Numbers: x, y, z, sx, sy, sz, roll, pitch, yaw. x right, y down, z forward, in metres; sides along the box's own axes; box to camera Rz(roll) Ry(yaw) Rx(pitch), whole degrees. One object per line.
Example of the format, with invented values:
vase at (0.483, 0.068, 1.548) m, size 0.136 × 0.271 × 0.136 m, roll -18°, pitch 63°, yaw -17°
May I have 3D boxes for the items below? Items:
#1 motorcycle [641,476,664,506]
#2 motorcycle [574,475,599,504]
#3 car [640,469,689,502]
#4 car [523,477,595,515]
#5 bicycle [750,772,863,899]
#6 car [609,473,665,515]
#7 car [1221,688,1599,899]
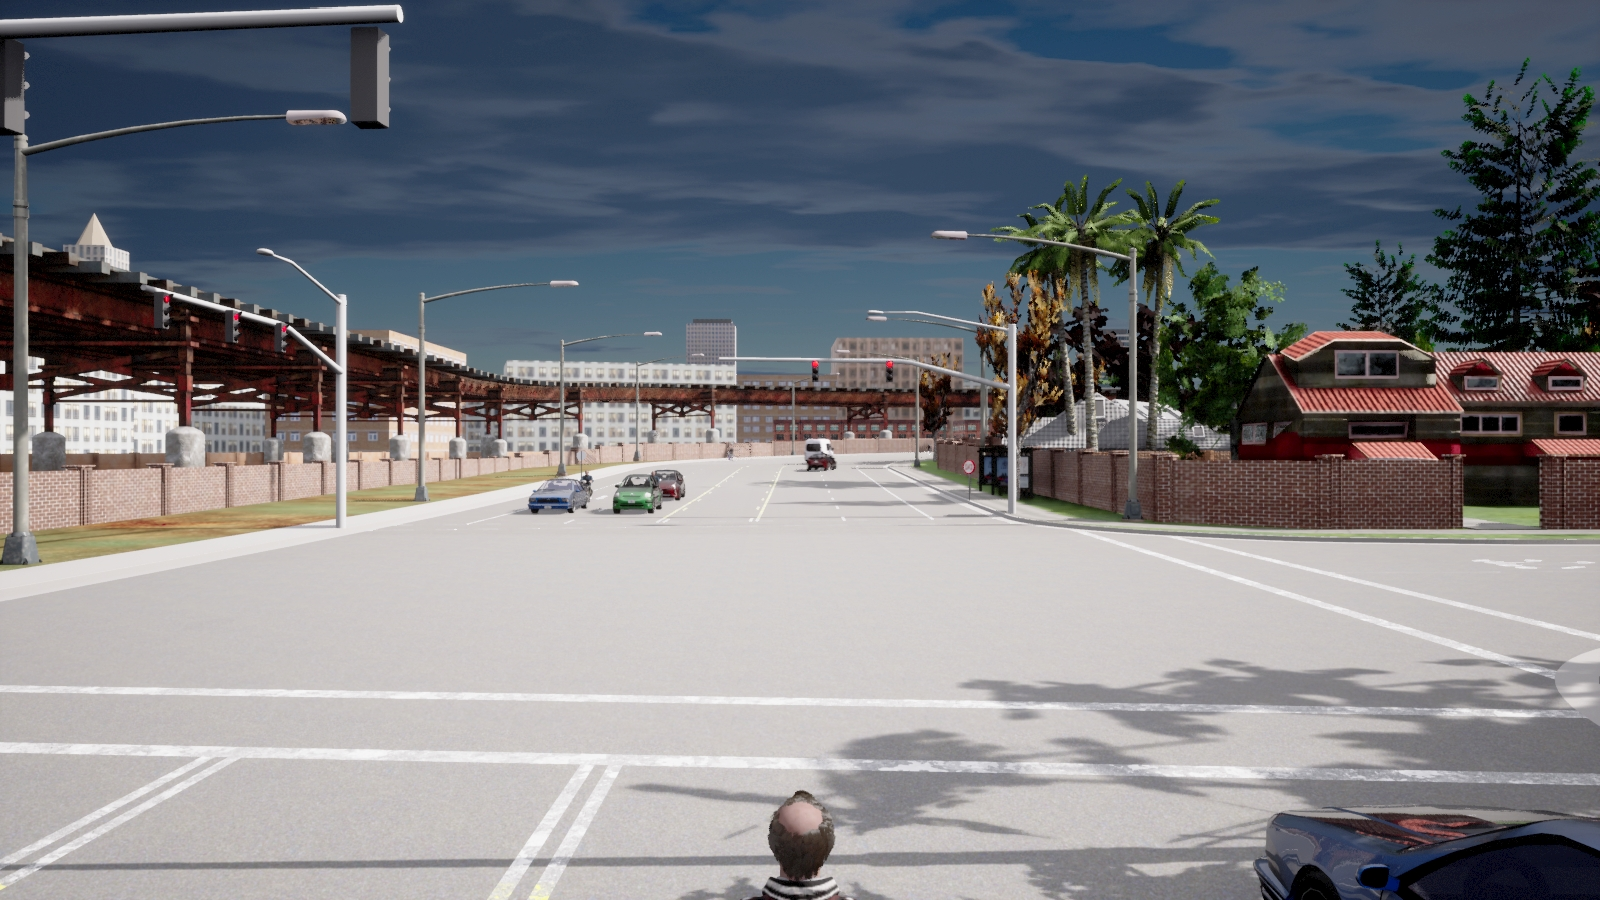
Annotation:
motorcycle at (-7.053, 1.947, 54.746) m, size 0.856 × 1.341 × 1.805 m, roll 0°, pitch 1°, yaw 0°
motorcycle at (-10.476, 1.934, 56.002) m, size 0.856 × 1.341 × 1.805 m, roll 0°, pitch 1°, yaw 1°
car at (-7.040, 1.800, 59.633) m, size 2.007 × 1.525 × 4.514 m, roll 0°, pitch 1°, yaw 0°
car at (-10.533, 1.979, 50.381) m, size 2.033 × 1.411 × 5.357 m, roll 0°, pitch 1°, yaw 0°
bicycle at (0.019, 2.048, 3.681) m, size 0.329 × 1.496 × 1.835 m, roll 0°, pitch 0°, yaw 0°
car at (-7.031, 1.877, 49.699) m, size 1.851 × 1.617 × 3.988 m, roll 0°, pitch 1°, yaw 0°
car at (3.467, 2.106, 4.038) m, size 2.033 × 1.411 × 5.357 m, roll 0°, pitch 0°, yaw 1°
